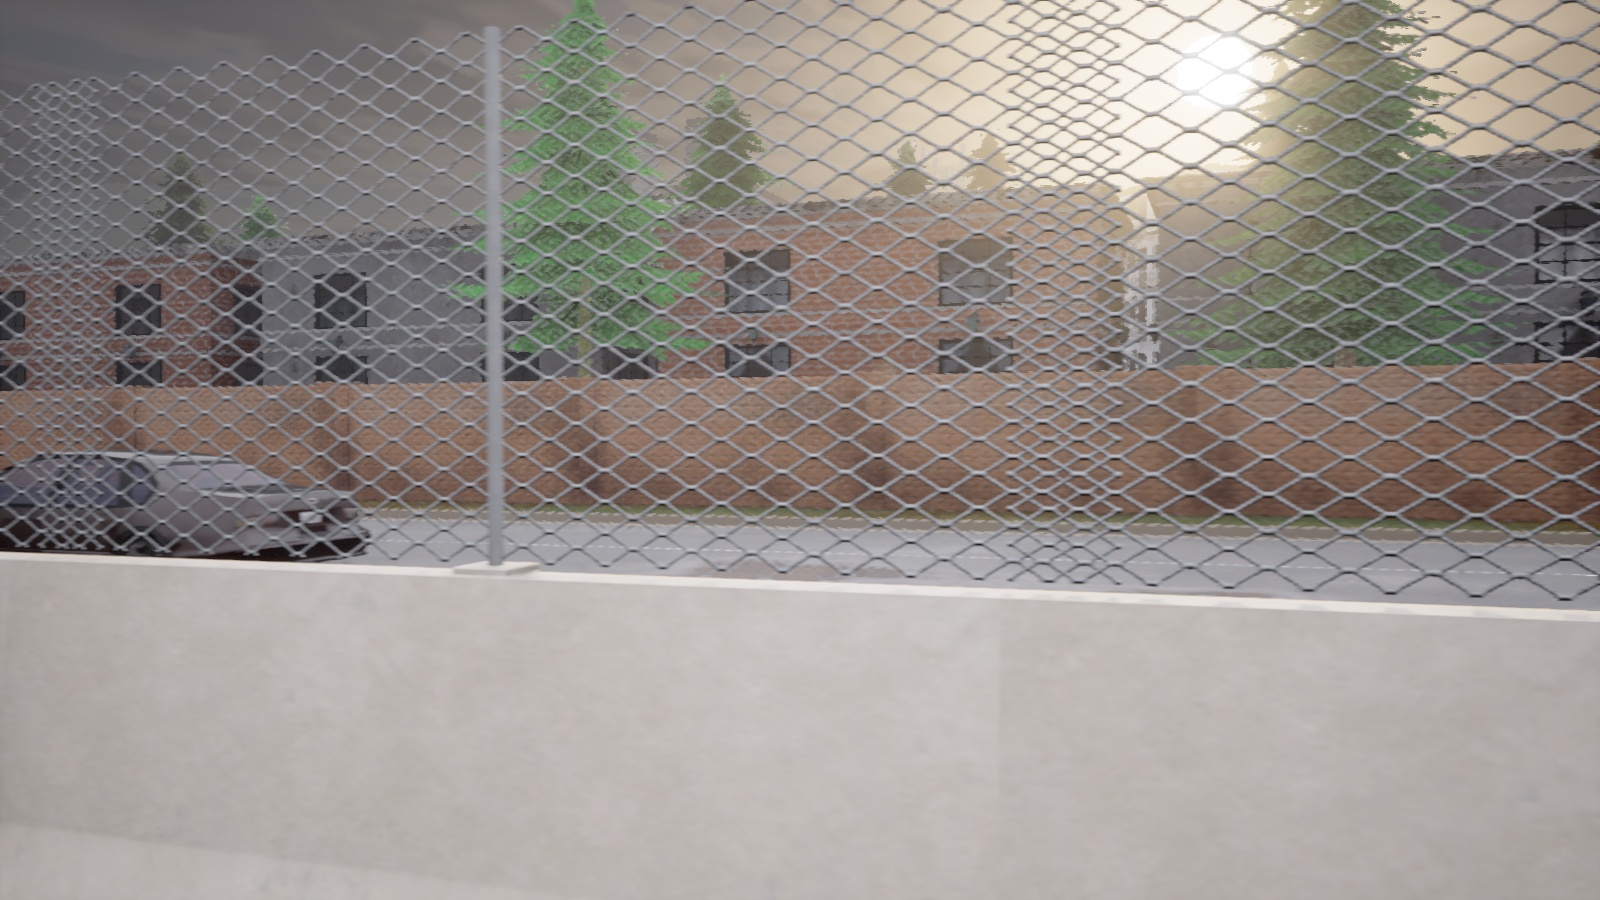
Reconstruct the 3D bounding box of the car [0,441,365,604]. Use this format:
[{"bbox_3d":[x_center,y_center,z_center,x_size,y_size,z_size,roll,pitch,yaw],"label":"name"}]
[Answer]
[{"bbox_3d":[-7.429,0.637,13.067,5.357,1.411,2.033,1,1,19],"label":"car"}]
